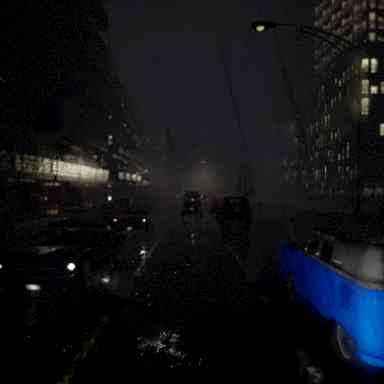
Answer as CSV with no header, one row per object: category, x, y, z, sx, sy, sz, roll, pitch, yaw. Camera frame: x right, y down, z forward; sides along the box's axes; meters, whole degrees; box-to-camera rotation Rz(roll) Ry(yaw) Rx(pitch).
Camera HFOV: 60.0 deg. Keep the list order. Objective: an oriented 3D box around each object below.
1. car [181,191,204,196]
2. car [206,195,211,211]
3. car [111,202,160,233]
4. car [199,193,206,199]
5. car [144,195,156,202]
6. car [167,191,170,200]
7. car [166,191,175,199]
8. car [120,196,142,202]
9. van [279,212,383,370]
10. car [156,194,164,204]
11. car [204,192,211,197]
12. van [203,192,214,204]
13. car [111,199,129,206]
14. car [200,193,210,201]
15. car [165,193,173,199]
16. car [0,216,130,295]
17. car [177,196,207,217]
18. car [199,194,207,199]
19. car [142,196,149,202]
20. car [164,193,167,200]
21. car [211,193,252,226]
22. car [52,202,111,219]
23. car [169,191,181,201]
car,0.036,0.932,42.629,2.150,2.045,5.566,0,1,1
car,2.684,1.316,33.090,1.887,1.381,4.507,0,0,0
car,-3.080,1.468,18.676,1.895,1.301,4.718,0,0,0
car,2.682,1.028,88.355,1.802,1.307,4.206,0,0,0
car,-5.697,1.175,38.616,1.967,1.590,4.097,0,0,0
car,-5.697,1.081,71.776,1.887,1.381,4.507,0,0,0
car,-5.700,0.762,88.354,2.192,1.841,5.009,0,0,0
car,-5.696,1.248,27.563,1.967,1.590,4.097,0,0,0
van,2.684,1.300,5.456,1.690,1.788,3.998,0,0,0
car,-5.696,1.191,49.500,1.752,1.417,4.829,0,0,0
car,2.684,1.189,49.840,1.752,1.417,4.829,0,0,0
van,2.683,0.972,55.194,1.690,1.788,3.998,0,0,0
car,-5.695,1.389,22.036,1.887,1.381,4.507,0,0,0
car,2.682,0.976,71.775,1.967,1.590,4.097,0,0,0
car,-5.698,1.002,82.659,1.752,1.417,4.829,0,0,0
car,-3.099,1.537,8.705,1.895,1.301,4.718,0,0,0
car,-0.002,1.347,28.797,2.033,1.411,5.357,0,0,0
car,2.682,1.058,82.829,1.802,1.307,4.206,0,0,0
car,-5.696,1.353,33.091,1.802,1.307,4.206,0,0,0
car,-5.696,1.176,55.195,1.887,1.381,4.507,0,0,0
car,2.684,1.159,22.035,2.192,1.841,5.009,0,0,0
car,-5.695,1.432,16.510,2.008,1.369,4.403,0,0,0
car,-3.008,1.060,67.745,2.128,1.511,4.902,0,0,0
